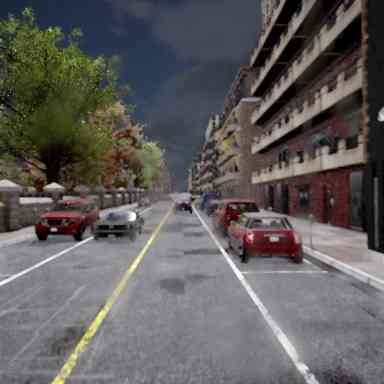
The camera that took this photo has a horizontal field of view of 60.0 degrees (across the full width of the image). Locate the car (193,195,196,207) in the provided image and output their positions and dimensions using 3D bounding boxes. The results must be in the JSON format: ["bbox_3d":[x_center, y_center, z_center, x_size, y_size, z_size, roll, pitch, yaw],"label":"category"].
[{"bbox_3d":[1.283,1.485,50.642,1.752,1.417,4.829,1,0,-2],"label":"car"}]

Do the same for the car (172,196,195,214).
[{"bbox_3d":[-0.915,1.506,35.243,1.812,1.442,4.674,0,0,-1],"label":"car"}]

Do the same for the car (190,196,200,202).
[{"bbox_3d":[0.654,1.512,72.557,1.947,1.339,4.313,1,0,-2],"label":"car"}]

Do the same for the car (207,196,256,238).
[{"bbox_3d":[2.239,1.294,17.345,2.192,1.841,5.009,1,0,-2],"label":"car"}]

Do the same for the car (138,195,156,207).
[{"bbox_3d":[-7.089,1.548,50.233,2.008,1.369,4.403,1,0,-2],"label":"car"}]

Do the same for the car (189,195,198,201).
[{"bbox_3d":[0.338,1.505,83.601,1.947,1.339,4.313,1,0,-2],"label":"car"}]

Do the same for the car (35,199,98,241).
[{"bbox_3d":[-6.137,1.332,17.106,2.192,1.841,5.009,1,0,-2],"label":"car"}]

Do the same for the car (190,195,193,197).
[{"bbox_3d":[-1.265,1.451,47.050,1.882,1.535,5.008,0,0,-2],"label":"car"}]

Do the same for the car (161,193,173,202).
[{"bbox_3d":[-5.033,1.440,71.904,2.033,1.411,5.357,0,0,-2],"label":"car"}]

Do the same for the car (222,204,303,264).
[{"bbox_3d":[2.396,1.423,11.824,1.967,1.590,4.097,1,0,-2],"label":"car"}]

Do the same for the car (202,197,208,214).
[{"bbox_3d":[2.270,1.473,31.599,1.837,1.490,4.892,0,0,-2],"label":"car"}]

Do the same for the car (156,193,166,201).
[{"bbox_3d":[-8.193,1.289,88.882,2.192,1.841,5.009,1,0,-2],"label":"car"}]

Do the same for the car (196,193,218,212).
[{"bbox_3d":[2.029,1.185,38.627,2.150,2.045,5.566,0,0,-2],"label":"car"}]

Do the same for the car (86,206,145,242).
[{"bbox_3d":[-3.547,1.606,16.659,1.895,1.301,4.718,0,0,-2],"label":"car"}]

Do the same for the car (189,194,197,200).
[{"bbox_3d":[0.182,1.376,89.121,1.967,1.590,4.097,1,0,-2],"label":"car"}]

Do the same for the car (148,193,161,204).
[{"bbox_3d":[-7.402,1.305,61.276,2.192,1.841,5.009,1,0,-2],"label":"car"}]
